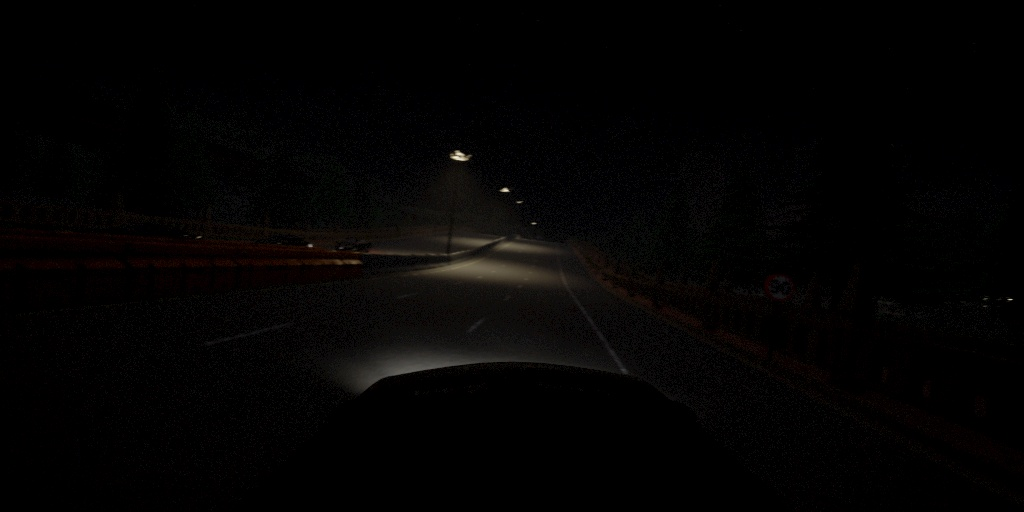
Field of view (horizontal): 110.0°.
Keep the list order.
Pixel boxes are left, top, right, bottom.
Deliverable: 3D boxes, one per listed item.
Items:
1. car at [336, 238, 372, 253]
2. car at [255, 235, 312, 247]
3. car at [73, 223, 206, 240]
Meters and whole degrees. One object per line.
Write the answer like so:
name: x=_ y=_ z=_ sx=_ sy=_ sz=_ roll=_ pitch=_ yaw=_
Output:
car: x=-17.181 y=-1.177 z=39.152 sx=2.128 sy=1.511 sz=4.902 roll=7 pitch=3 yaw=6
car: x=-18.277 y=-0.951 z=28.827 sx=1.837 sy=1.490 sz=4.892 roll=7 pitch=1 yaw=6
car: x=-19.272 y=-1.013 z=19.031 sx=2.033 sy=1.411 sz=5.357 roll=7 pitch=0 yaw=6
